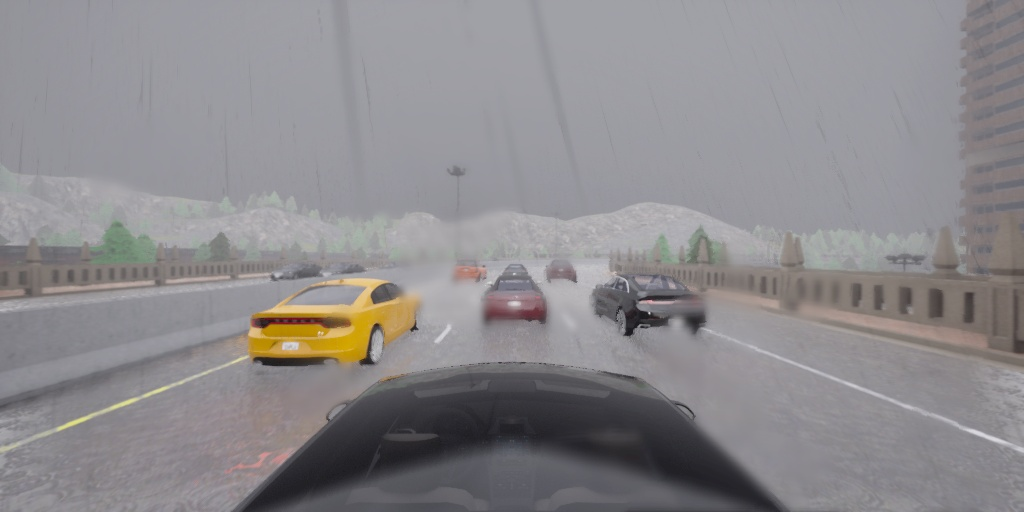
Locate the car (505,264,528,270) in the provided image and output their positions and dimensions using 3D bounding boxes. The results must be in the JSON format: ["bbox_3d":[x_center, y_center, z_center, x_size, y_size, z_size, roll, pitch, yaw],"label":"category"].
[{"bbox_3d":[0.351,1.331,29.253,1.994,1.385,4.181,0,0,3],"label":"car"}]

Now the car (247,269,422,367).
[{"bbox_3d":[-3.397,1.232,7.980,1.882,1.535,5.008,0,0,0],"label":"car"}]

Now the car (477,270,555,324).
[{"bbox_3d":[0.104,1.320,11.945,1.994,1.385,4.181,0,0,0],"label":"car"}]

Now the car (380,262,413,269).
[{"bbox_3d":[-10.175,1.261,31.569,2.128,1.511,4.902,0,0,4],"label":"car"}]

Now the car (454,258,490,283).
[{"bbox_3d":[-3.196,1.119,28.317,2.097,1.767,4.553,0,0,2],"label":"car"}]

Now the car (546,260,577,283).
[{"bbox_3d":[3.799,1.118,28.211,2.097,1.767,4.553,0,0,2],"label":"car"}]

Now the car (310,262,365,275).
[{"bbox_3d":[-13.794,1.260,29.308,2.128,1.511,4.902,0,0,3],"label":"car"}]

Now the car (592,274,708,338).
[{"bbox_3d":[3.604,1.247,10.243,2.128,1.511,4.902,0,0,0],"label":"car"}]

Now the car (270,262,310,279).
[{"bbox_3d":[-17.306,1.260,29.129,2.128,1.511,4.902,0,0,3],"label":"car"}]
